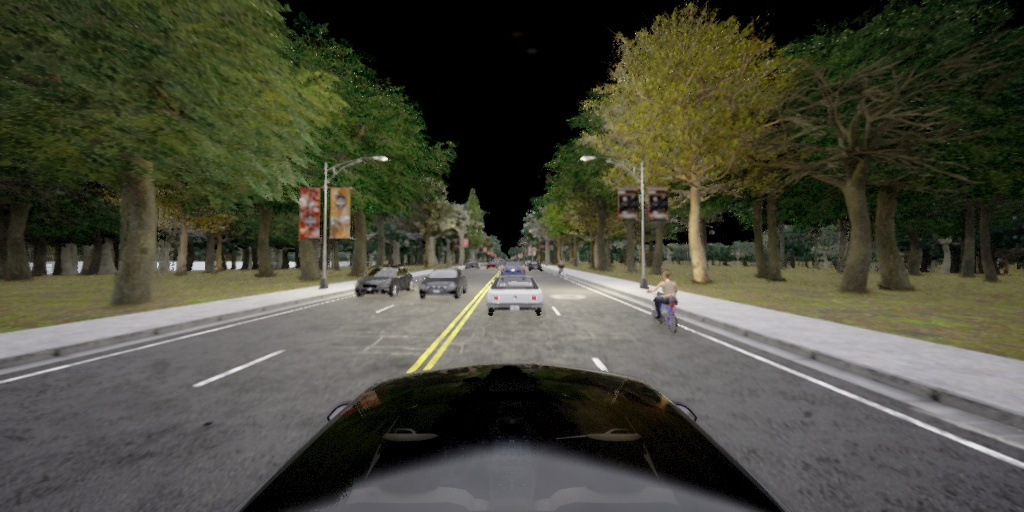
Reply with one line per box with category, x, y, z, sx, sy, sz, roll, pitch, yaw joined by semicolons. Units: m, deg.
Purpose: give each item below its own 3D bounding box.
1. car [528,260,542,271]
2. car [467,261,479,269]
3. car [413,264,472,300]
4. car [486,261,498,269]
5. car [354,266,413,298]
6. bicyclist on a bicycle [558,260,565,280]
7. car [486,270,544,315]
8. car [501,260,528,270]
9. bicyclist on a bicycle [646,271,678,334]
car;3.342;1.457;52.643;1.812;1.442;4.674;0;0;0
car;-6.563;1.531;59.968;1.994;1.385;4.181;0;0;1
car;-3.351;1.321;18.228;1.812;1.442;4.674;0;0;0
car;-3.310;1.568;59.920;1.895;1.301;4.718;0;0;1
car;-6.600;1.302;19.034;1.837;1.490;4.892;0;0;0
bicyclist on a bicycle;4.136;1.207;30.273;0.659;1.776;1.843;0;0;0
car;0.097;1.382;13.698;1.895;1.301;4.718;0;0;0
car;0.093;1.195;31.977;2.097;1.767;4.553;0;0;0
bicyclist on a bicycle;4.129;1.207;9.706;0.866;1.612;1.509;0;0;0
